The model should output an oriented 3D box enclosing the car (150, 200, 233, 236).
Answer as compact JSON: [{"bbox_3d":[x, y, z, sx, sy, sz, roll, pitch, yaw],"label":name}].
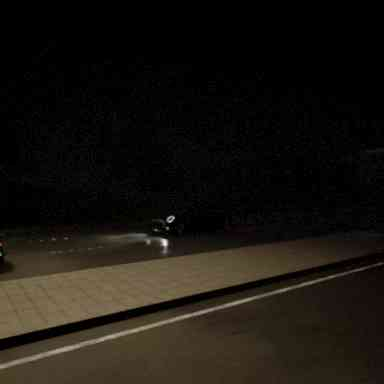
[{"bbox_3d":[0.014,1.310,17.997,4.553,1.767,2.097,0,0,-35],"label":"car"}]

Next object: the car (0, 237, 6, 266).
[{"bbox_3d":[-7.231,1.569,8.644,4.181,1.385,1.994,0,0,-35],"label":"car"}]
